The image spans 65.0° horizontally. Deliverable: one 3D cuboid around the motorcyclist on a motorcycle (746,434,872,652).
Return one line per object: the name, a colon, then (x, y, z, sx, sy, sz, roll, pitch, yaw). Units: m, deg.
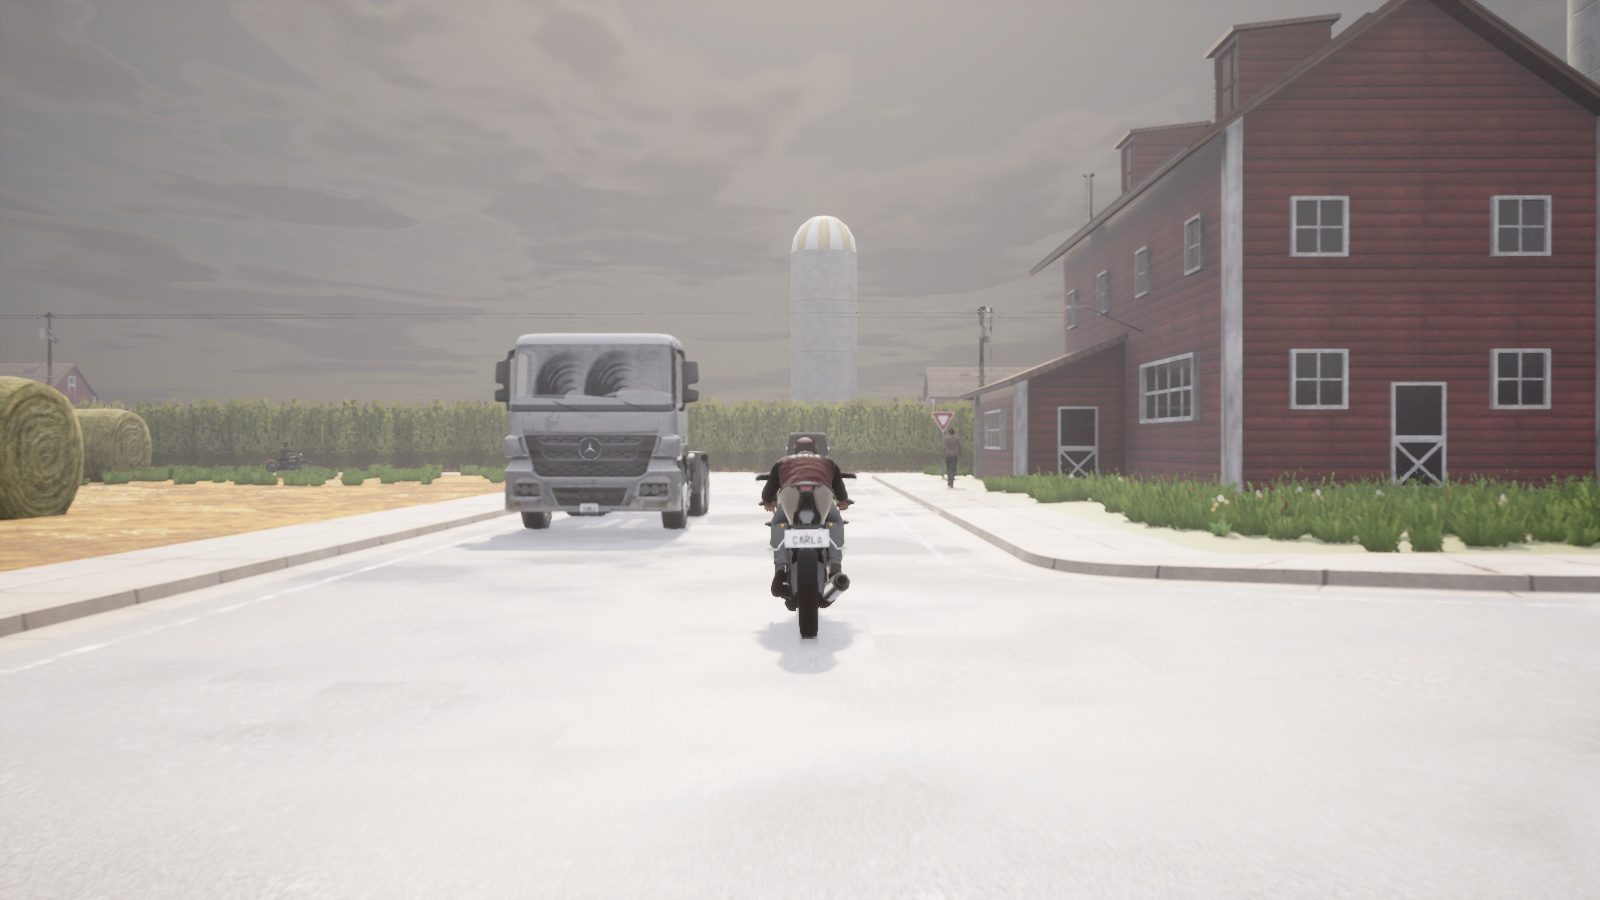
motorcyclist on a motorcycle: (0.070, 0.679, 10.031, 0.866, 1.530, 2.191, -1, -1, 0)

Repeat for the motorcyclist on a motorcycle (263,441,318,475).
motorcyclist on a motorcycle: (-24.604, 0.390, 60.679, 2.350, 1.649, 0.766, 0, 0, 1)

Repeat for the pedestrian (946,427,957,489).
pedestrian: (4.504, 0.234, 37.354, 0.328, 1.805, 0.869, 0, 0, 6)

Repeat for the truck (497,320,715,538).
truck: (-3.348, -0.356, 23.919, 2.891, 3.462, 7.936, 0, 0, 0)

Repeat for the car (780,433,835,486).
car: (0.277, 0.318, 46.078, 1.905, 1.878, 3.866, 0, 0, 0)
